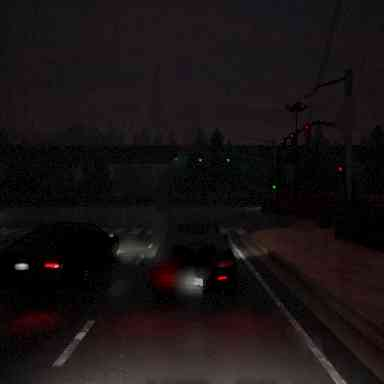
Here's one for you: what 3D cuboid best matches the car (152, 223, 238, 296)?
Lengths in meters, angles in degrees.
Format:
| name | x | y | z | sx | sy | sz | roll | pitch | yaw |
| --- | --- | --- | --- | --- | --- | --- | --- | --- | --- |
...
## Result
| name | x | y | z | sx | sy | sz | roll | pitch | yaw |
| --- | --- | --- | --- | --- | --- | --- | --- | --- | --- |
| car | 0.073 | 1.528 | 8.557 | 1.812 | 1.442 | 4.674 | 0 | 0 | 0 |

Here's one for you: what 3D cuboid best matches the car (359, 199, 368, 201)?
| name | x | y | z | sx | sy | sz | roll | pitch | yaw |
| --- | --- | --- | --- | --- | --- | --- | --- | --- | --- |
| car | 23.221 | 1.616 | 46.790 | 4.718 | 1.301 | 1.895 | 0 | 0 | 0 |

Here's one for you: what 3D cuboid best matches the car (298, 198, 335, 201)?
| name | x | y | z | sx | sy | sz | roll | pitch | yaw |
| --- | --- | --- | --- | --- | --- | --- | --- | --- | --- |
| car | 16.913 | 1.506 | 43.316 | 4.902 | 1.511 | 2.128 | 0 | 0 | 0 |

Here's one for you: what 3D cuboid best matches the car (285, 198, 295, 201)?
| name | x | y | z | sx | sy | sz | roll | pitch | yaw |
| --- | --- | --- | --- | --- | --- | --- | --- | --- | --- |
| car | 14.114 | 1.541 | 46.830 | 4.674 | 1.442 | 1.812 | 0 | 0 | 2 |

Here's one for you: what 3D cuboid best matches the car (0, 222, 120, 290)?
| name | x | y | z | sx | sy | sz | roll | pitch | yaw |
| --- | --- | --- | --- | --- | --- | --- | --- | --- | --- |
| car | -3.421 | 1.551 | 9.201 | 2.033 | 1.411 | 5.357 | 0 | 0 | 0 |
